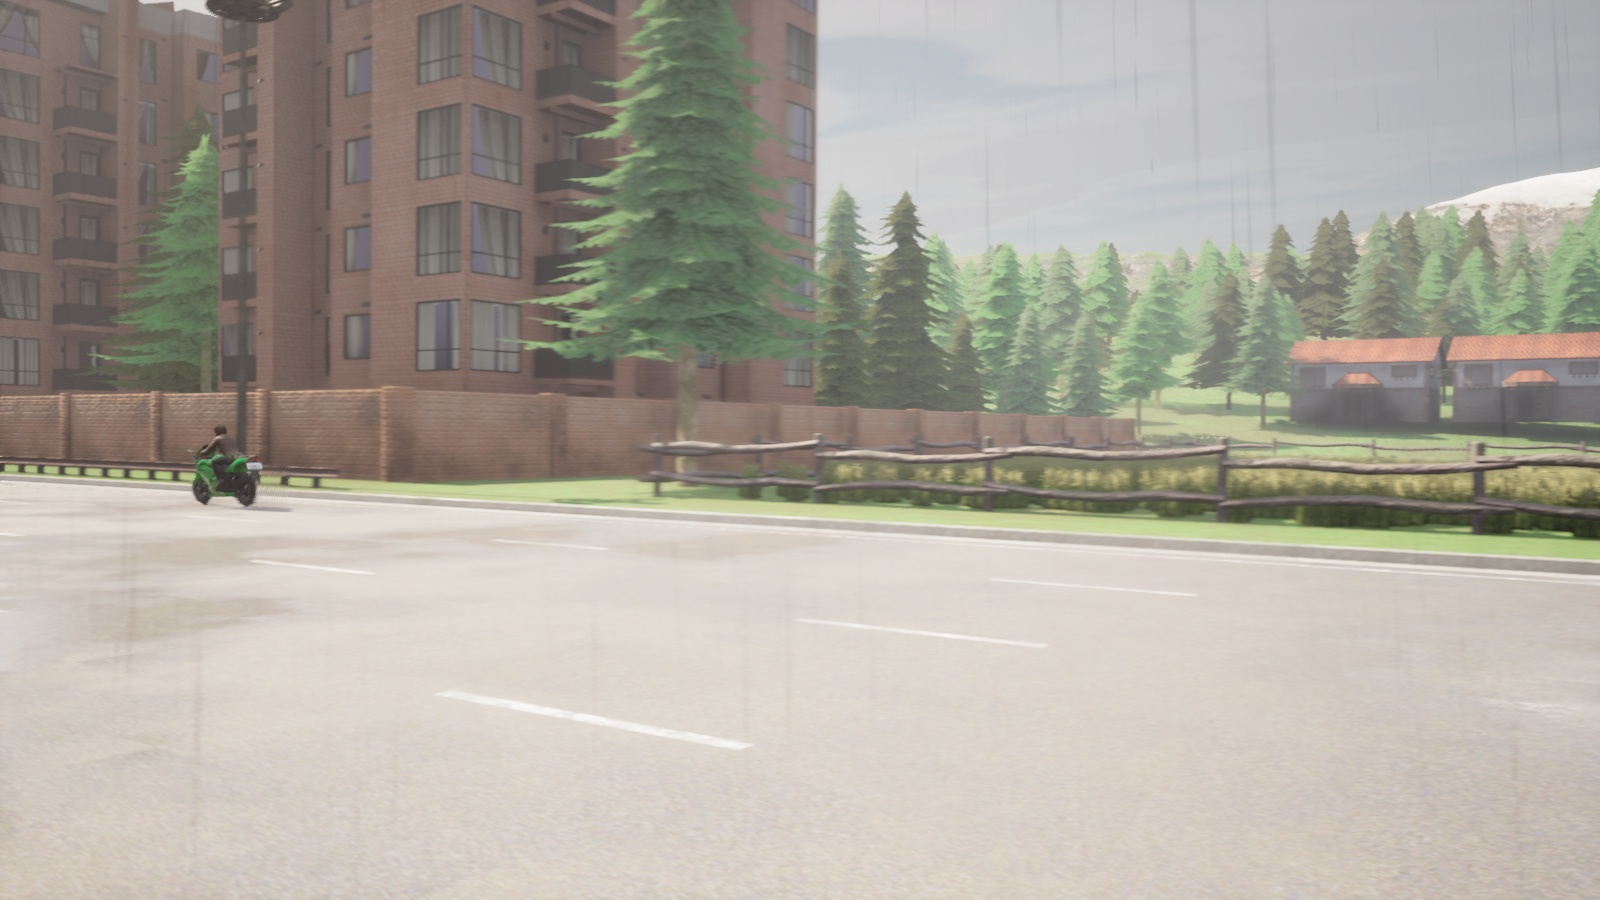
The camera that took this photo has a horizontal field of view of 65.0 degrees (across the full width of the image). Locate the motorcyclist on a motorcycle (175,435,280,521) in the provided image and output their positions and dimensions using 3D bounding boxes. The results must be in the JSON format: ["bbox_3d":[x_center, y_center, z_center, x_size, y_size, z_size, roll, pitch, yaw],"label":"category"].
[{"bbox_3d":[-10.634,0.493,23.305,2.044,1.523,0.797,0,1,34],"label":"motorcyclist on a motorcycle"}]
